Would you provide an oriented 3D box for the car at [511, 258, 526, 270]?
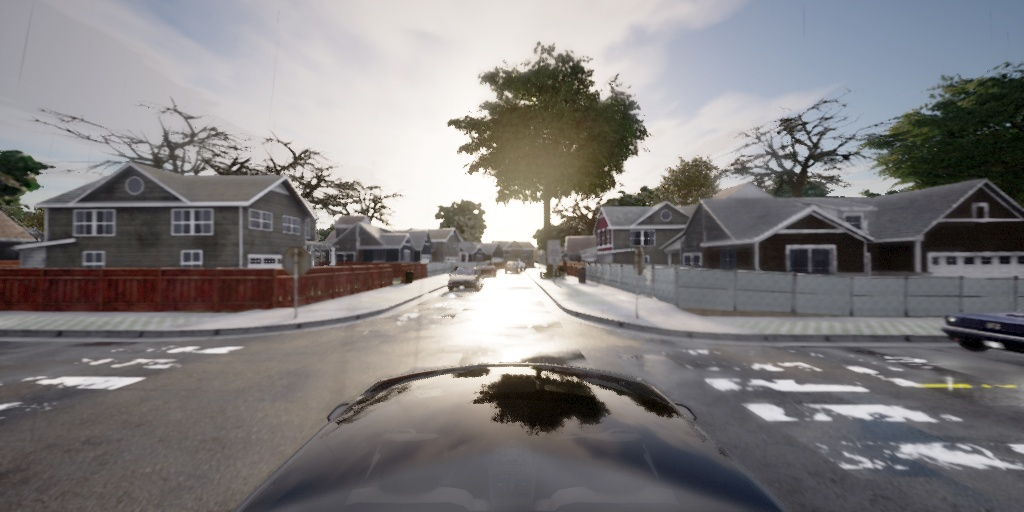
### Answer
[{"bbox_3d":[0.884,1.408,59.767,2.150,2.045,5.566,-1,-1,13],"label":"car"}]

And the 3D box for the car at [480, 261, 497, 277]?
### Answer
[{"bbox_3d":[-2.843,1.370,40.226,2.097,1.767,4.553,0,0,1],"label":"car"}]

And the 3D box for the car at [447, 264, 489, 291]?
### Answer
[{"bbox_3d":[-2.862,1.417,23.047,2.033,1.411,5.357,0,0,0],"label":"car"}]

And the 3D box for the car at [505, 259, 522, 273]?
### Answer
[{"bbox_3d":[-0.013,1.569,49.555,2.128,1.511,4.902,0,0,1],"label":"car"}]

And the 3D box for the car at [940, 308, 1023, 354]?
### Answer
[{"bbox_3d":[11.993,1.510,7.318,4.718,1.301,1.895,0,-1,-1],"label":"car"}]
